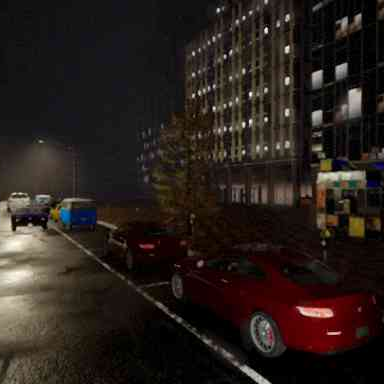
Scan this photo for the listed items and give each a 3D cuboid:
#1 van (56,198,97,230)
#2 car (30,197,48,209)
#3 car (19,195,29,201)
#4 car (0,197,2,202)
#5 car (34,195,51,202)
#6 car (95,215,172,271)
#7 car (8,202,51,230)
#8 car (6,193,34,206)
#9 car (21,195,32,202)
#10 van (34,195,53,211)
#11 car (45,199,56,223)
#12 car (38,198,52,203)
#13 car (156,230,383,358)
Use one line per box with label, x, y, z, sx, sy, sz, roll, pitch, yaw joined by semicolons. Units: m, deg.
van;-7.004;1.294;20.362;1.690;1.788;3.998;-1;0;-29
car;-20.556;1.461;44.638;1.752;1.417;4.829;-1;0;-29
car;-42.025;1.484;83.093;1.887;1.381;4.507;-1;0;-29
car;-41.787;1.470;71.008;1.837;1.490;4.892;0;0;-29
car;-15.086;1.381;34.839;1.967;1.590;4.097;-1;0;-29
car;-1.614;1.548;10.712;1.802;1.307;4.206;-1;0;-29
car;-10.206;1.566;20.737;1.895;1.301;4.718;0;0;-29
car;-19.627;1.165;37.662;2.150;2.045;5.566;0;-1;-29
car;-36.638;1.479;73.444;1.887;1.381;4.507;-1;0;-29
van;-17.782;1.279;39.664;1.690;1.788;3.998;-1;0;-29
car;-9.779;1.473;25.336;1.752;1.417;4.829;-1;0;-29
car;-12.391;1.510;30.014;1.947;1.339;4.313;-1;0;-29
car;1.080;1.555;5.887;1.802;1.307;4.206;-1;0;-29
